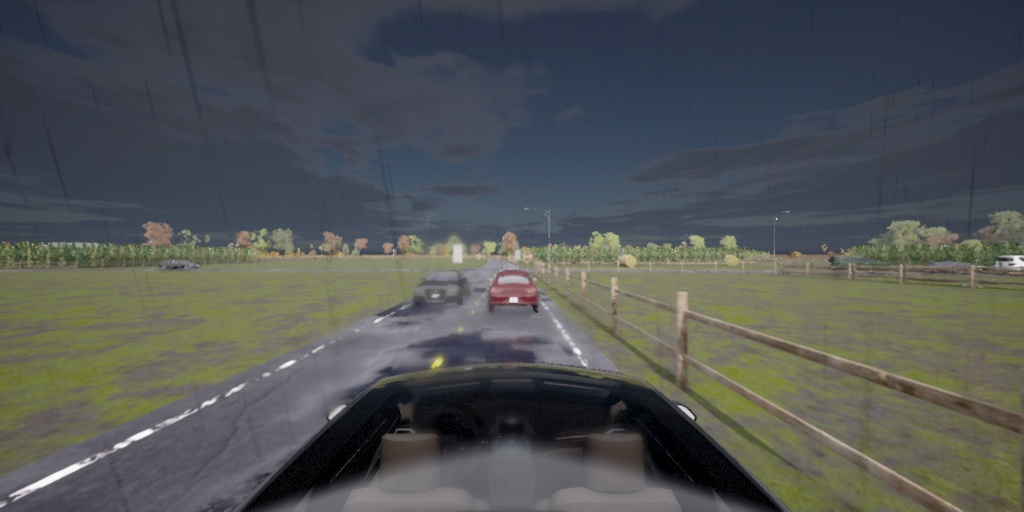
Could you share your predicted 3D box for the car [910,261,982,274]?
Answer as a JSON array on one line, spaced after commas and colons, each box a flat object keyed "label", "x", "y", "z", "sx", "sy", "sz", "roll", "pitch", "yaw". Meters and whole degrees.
[{"label": "car", "x": 49.486, "y": 1.310, "z": 41.005, "sx": 5.357, "sy": 1.411, "sz": 2.033, "roll": 0, "pitch": 0, "yaw": 17}]

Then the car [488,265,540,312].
[{"label": "car", "x": 0.044, "y": 1.276, "z": 14.133, "sx": 1.812, "sy": 1.442, "sz": 4.674, "roll": 0, "pitch": 0, "yaw": -1}]

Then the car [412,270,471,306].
[{"label": "car", "x": -2.908, "y": 1.315, "z": 15.598, "sx": 1.994, "sy": 1.385, "sz": 4.181, "roll": 0, "pitch": 0, "yaw": 0}]

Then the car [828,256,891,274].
[{"label": "car", "x": 39.473, "y": 0.991, "z": 40.970, "sx": 5.566, "sy": 2.045, "sz": 2.150, "roll": 0, "pitch": 0, "yaw": 15}]
